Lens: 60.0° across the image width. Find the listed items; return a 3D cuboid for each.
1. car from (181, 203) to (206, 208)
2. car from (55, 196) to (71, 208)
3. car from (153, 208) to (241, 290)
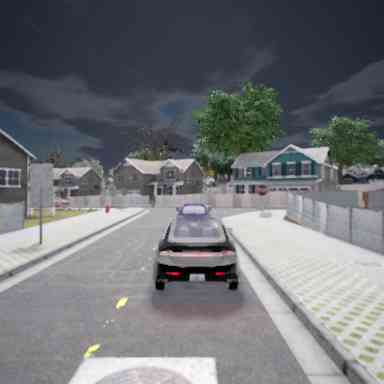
[{"bbox_3d":[0.097,1.322,18.060,1.812,1.442,4.674,0,1,0],"label":"car"},{"bbox_3d":[-18.849,1.338,45.785,4.553,1.767,2.097,-1,-1,31],"label":"car"},{"bbox_3d":[0.101,1.392,8.752,2.128,1.511,4.902,0,1,0],"label":"car"}]
